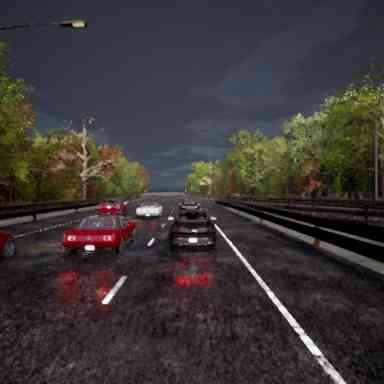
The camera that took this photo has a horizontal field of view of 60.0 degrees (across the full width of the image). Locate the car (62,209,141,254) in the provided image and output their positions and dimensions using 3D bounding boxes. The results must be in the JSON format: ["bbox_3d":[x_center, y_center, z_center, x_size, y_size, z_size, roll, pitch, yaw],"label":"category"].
[{"bbox_3d":[-3.474,1.600,13.487,1.895,1.301,4.718,0,0,-1],"label":"car"}]

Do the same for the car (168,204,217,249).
[{"bbox_3d":[0.013,1.503,14.491,1.837,1.490,4.892,0,0,-1],"label":"car"}]

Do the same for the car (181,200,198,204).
[{"bbox_3d":[-0.245,1.495,31.144,2.128,1.511,4.902,0,0,-1],"label":"car"}]

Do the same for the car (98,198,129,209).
[{"bbox_3d":[-7.244,1.358,30.966,2.097,1.767,4.553,0,0,-1],"label":"car"}]

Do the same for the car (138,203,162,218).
[{"bbox_3d":[-3.715,1.605,29.760,1.895,1.301,4.718,0,0,-1],"label":"car"}]

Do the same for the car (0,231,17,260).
[{"bbox_3d":[-6.944,1.525,9.521,1.812,1.442,4.674,0,0,0],"label":"car"}]
